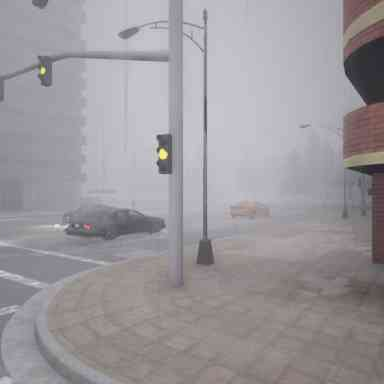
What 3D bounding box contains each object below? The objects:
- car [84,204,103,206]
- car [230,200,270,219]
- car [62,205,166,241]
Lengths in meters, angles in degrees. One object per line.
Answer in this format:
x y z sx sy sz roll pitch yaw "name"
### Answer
-7.213 1.563 24.111 1.994 1.385 4.181 0 0 36 "car"
5.130 1.477 28.961 1.882 1.535 5.008 0 0 36 "car"
-3.637 1.547 16.785 2.033 1.411 5.357 0 0 36 "car"
